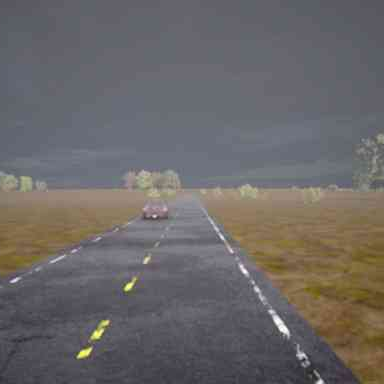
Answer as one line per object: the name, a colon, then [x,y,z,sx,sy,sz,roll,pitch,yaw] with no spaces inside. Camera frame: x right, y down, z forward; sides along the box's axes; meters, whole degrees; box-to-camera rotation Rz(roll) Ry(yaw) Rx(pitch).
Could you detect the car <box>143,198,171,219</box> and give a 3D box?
car: [-2.997,1.366,28.936,2.097,1.767,4.553,0,0,0]
